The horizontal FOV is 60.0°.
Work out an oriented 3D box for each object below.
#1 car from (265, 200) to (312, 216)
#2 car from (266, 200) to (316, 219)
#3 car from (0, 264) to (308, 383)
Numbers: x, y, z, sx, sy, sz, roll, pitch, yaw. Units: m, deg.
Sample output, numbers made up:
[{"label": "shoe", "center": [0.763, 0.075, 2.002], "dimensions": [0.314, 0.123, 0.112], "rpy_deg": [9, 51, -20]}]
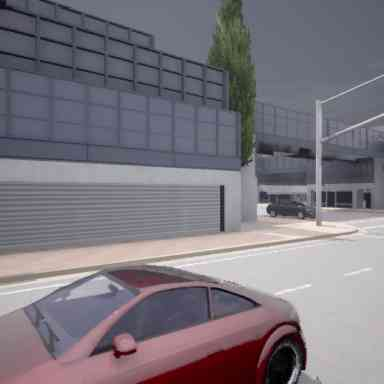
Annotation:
[{"label": "car", "center": [9.673, 1.564, 33.468], "dimensions": [1.994, 1.385, 4.181], "rpy_deg": [0, 0, -37]}, {"label": "car", "center": [8.705, 1.505, 28.915], "dimensions": [1.837, 1.490, 4.892], "rpy_deg": [0, 0, -37]}, {"label": "car", "center": [-0.694, 1.564, 3.511], "dimensions": [4.181, 1.385, 1.994], "rpy_deg": [0, 0, -36]}]
